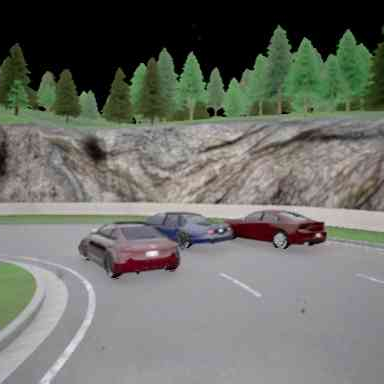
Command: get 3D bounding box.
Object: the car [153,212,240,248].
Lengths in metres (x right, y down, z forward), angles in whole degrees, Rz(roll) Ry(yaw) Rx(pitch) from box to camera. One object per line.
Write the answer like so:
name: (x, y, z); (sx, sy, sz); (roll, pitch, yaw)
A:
car: (-0.806, 1.583, 14.782); (5.357, 1.411, 2.033); (0, 0, 40)

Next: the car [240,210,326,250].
car: (3.411, 1.513, 14.783); (1.882, 1.535, 5.008); (1, -1, -35)

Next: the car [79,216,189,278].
car: (-2.083, 1.589, 10.426); (1.994, 1.385, 4.181); (0, 0, -31)
